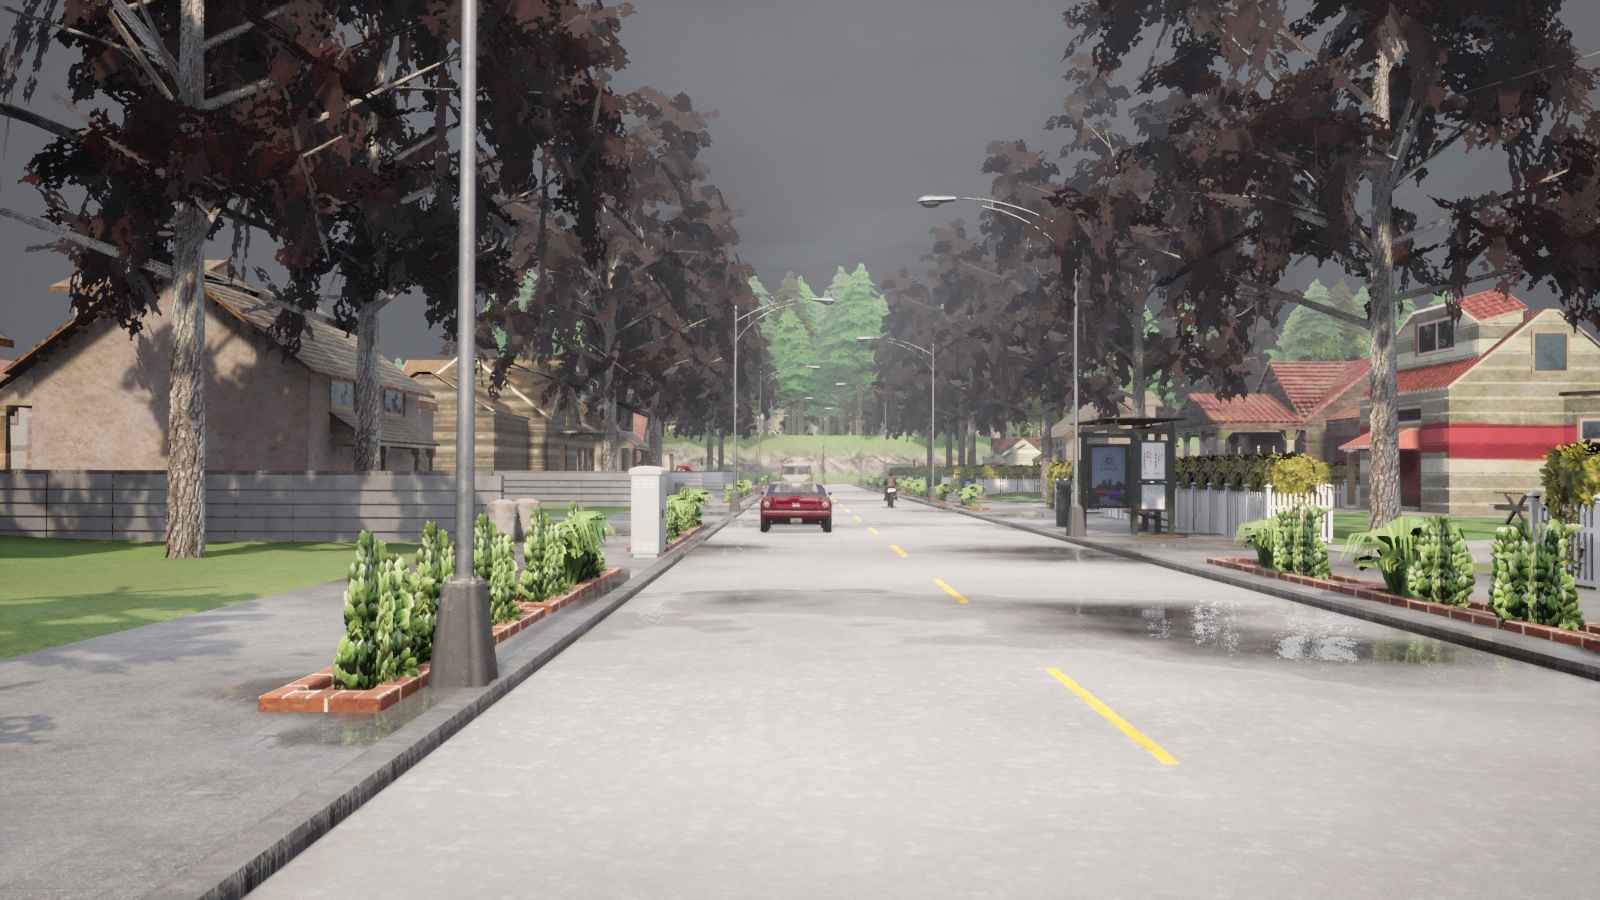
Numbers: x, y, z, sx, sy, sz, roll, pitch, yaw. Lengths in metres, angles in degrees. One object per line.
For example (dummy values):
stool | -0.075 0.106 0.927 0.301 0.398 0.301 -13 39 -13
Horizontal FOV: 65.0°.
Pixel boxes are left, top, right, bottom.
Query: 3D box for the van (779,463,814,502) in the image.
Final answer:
van | -0.181 1.681 66.427 1.775 1.987 4.442 0 -1 0

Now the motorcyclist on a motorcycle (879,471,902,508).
motorcyclist on a motorcycle | 3.854 1.680 53.631 0.797 1.523 2.044 0 -1 0

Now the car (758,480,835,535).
car | -0.090 1.471 33.173 1.895 1.301 4.718 0 -1 0
